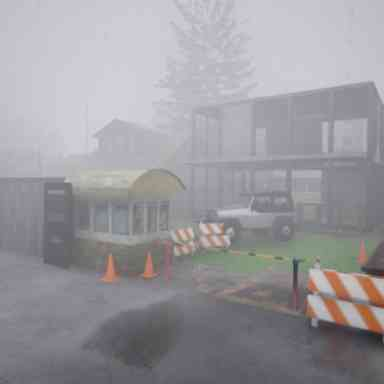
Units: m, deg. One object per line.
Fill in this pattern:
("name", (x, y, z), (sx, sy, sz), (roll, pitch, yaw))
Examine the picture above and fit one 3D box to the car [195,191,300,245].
("car", (2.213, 0.880, 12.763), (3.866, 1.878, 1.905), (1, 1, -21))
